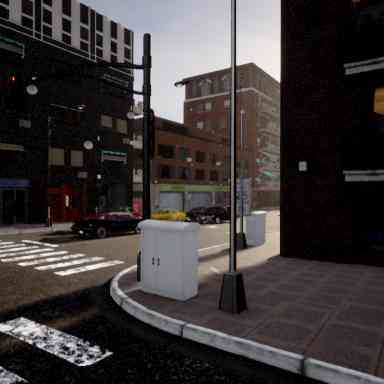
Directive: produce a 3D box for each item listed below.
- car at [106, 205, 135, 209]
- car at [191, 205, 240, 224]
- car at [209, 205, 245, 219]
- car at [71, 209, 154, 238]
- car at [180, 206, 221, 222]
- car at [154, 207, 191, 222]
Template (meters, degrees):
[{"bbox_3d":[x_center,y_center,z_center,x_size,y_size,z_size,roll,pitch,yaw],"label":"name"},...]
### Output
[{"bbox_3d":[-5.449,1.758,23.162,1.967,1.590,4.097,-1,-2,35],"label":"car"},{"bbox_3d":[2.298,2.016,29.713,1.837,1.490,4.892,0,-1,35],"label":"car"},{"bbox_3d":[3.935,2.153,36.609,1.752,1.417,4.829,-1,-2,35],"label":"car"},{"bbox_3d":[-4.699,1.881,19.684,1.895,1.301,4.718,0,-1,35],"label":"car"},{"bbox_3d":[0.871,2.092,32.218,1.947,1.339,4.313,-1,-2,35],"label":"car"},{"bbox_3d":[-2.386,1.944,27.550,1.752,1.417,4.829,-1,-2,35],"label":"car"}]
